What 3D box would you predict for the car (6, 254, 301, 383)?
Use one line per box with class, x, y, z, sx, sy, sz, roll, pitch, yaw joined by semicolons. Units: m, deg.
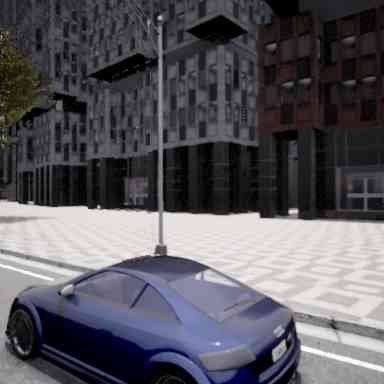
car;-0.728;1.598;4.581;4.181;1.385;1.994;0;0;36
